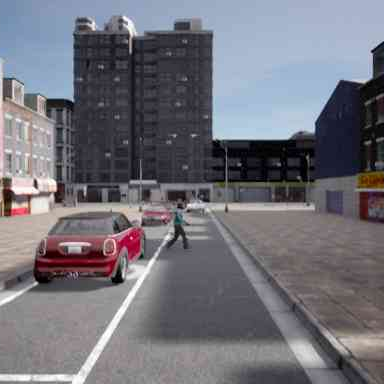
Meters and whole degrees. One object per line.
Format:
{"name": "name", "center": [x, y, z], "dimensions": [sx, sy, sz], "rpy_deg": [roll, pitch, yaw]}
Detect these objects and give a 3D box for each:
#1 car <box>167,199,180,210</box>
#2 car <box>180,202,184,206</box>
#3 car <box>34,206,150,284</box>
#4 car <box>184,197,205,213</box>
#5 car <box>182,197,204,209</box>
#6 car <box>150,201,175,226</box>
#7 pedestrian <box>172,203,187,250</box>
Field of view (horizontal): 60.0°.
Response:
{"name": "car", "center": [-2.377, 1.516, 28.576], "dimensions": [1.947, 1.339, 4.313], "rpy_deg": [0, 0, 1]}
{"name": "car", "center": [-2.276, 1.496, 39.480], "dimensions": [1.947, 1.339, 4.313], "rpy_deg": [0, 0, 1]}
{"name": "car", "center": [-2.663, 1.334, 9.734], "dimensions": [2.097, 1.767, 4.553], "rpy_deg": [0, 0, 1]}
{"name": "car", "center": [0.415, 1.537, 36.094], "dimensions": [1.895, 1.301, 4.718], "rpy_deg": [0, 0, 1]}
{"name": "car", "center": [0.085, 1.467, 46.395], "dimensions": [2.033, 1.411, 5.357], "rpy_deg": [0, 0, -10]}
{"name": "car", "center": [-2.428, 1.541, 23.124], "dimensions": [1.802, 1.307, 4.206], "rpy_deg": [0, 0, 1]}
{"name": "pedestrian", "center": [-0.465, 1.272, 12.517], "dimensions": [0.375, 1.860, 0.375], "rpy_deg": [0, 0, 1]}
